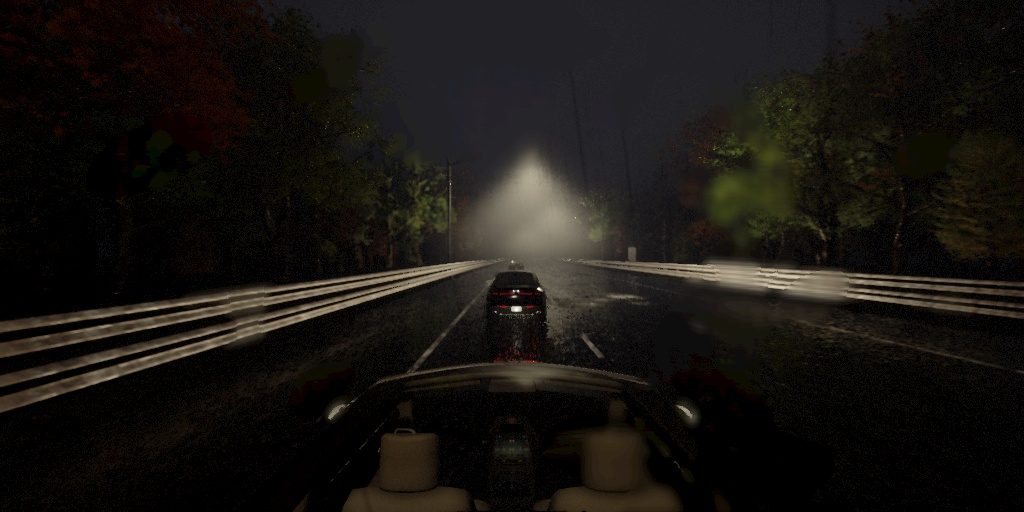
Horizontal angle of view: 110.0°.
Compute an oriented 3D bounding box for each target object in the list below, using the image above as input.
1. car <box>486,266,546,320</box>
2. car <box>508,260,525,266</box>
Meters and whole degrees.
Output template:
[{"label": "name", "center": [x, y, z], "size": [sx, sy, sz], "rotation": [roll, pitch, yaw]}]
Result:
[{"label": "car", "center": [0.142, 1.252, 12.573], "size": [1.837, 1.490, 4.892], "rotation": [0, 0, 0]}, {"label": "car", "center": [0.560, 1.227, 44.322], "size": [2.128, 1.511, 4.902], "rotation": [0, 0, 1]}]
